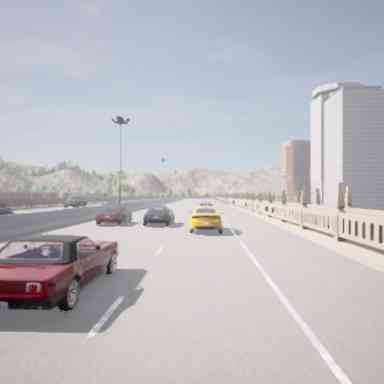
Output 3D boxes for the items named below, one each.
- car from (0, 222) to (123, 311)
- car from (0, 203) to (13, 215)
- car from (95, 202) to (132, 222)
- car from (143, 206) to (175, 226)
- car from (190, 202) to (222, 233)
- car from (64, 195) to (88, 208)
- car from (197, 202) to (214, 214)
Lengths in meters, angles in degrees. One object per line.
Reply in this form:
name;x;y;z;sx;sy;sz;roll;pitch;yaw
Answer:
car;-3.137;1.639;7.789;1.895;1.301;4.718;0;0;2
car;-16.580;1.623;27.085;1.837;1.490;4.892;0;0;2
car;-5.942;1.731;25.715;1.994;1.385;4.181;0;0;2
car;-2.456;1.747;25.322;1.994;1.385;4.181;0;0;2
car;0.884;1.645;21.205;1.882;1.535;5.008;0;0;2
car;-18.904;1.586;54.534;2.150;2.045;5.566;0;-1;2
car;1.666;1.915;40.847;1.994;1.385;4.181;0;-1;2
